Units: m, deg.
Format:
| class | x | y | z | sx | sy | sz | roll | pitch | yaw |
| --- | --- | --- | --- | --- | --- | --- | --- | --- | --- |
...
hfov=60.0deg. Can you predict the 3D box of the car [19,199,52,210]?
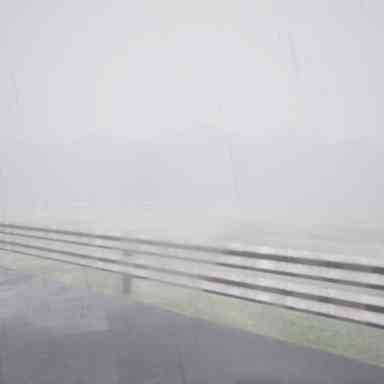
| class | x | y | z | sx | sy | sz | roll | pitch | yaw |
| --- | --- | --- | --- | --- | --- | --- | --- | --- | --- |
| car | -21.836 | 1.735 | 46.515 | 4.674 | 1.442 | 1.812 | 0 | 0 | 13 |
